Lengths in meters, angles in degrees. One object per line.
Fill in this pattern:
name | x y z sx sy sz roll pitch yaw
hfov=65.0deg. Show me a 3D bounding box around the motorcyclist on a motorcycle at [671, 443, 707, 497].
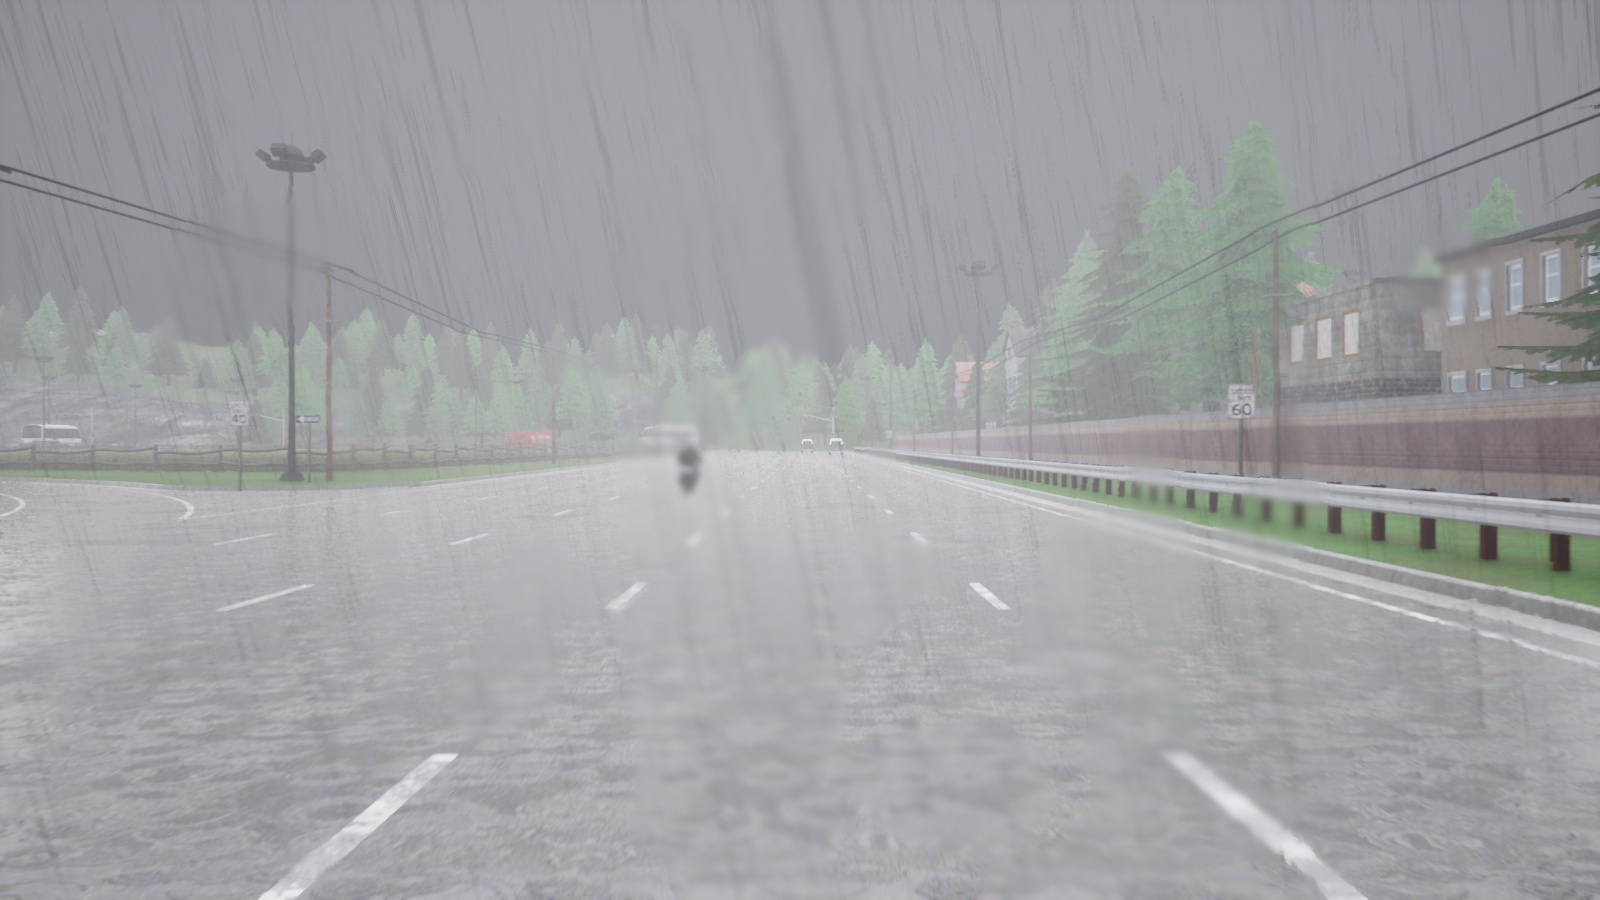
motorcyclist on a motorcycle | -3.273 0.569 37.183 0.866 1.530 2.191 0 0 0
